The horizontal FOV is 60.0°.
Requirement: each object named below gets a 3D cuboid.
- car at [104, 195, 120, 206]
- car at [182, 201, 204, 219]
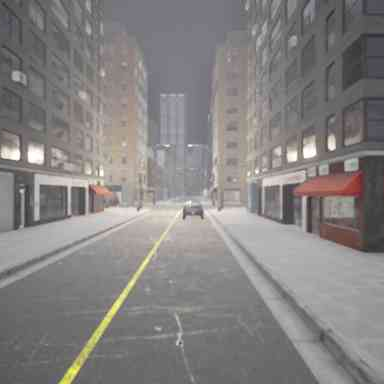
[{"bbox_3d":[-14.886,1.511,57.115,5.009,1.841,2.192,0,0,0],"label":"car"},{"bbox_3d":[0.104,1.587,30.359,2.128,1.511,4.902,0,0,0],"label":"car"}]
